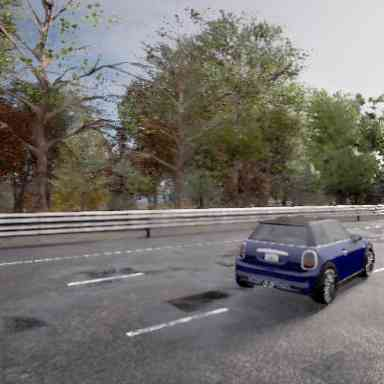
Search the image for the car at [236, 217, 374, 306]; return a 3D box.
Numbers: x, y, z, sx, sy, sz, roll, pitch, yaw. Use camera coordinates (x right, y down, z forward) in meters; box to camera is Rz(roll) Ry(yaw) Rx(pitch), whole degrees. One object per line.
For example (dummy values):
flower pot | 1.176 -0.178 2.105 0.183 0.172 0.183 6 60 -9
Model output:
car | 3.106 1.423 8.633 2.097 1.767 4.553 0 0 42
